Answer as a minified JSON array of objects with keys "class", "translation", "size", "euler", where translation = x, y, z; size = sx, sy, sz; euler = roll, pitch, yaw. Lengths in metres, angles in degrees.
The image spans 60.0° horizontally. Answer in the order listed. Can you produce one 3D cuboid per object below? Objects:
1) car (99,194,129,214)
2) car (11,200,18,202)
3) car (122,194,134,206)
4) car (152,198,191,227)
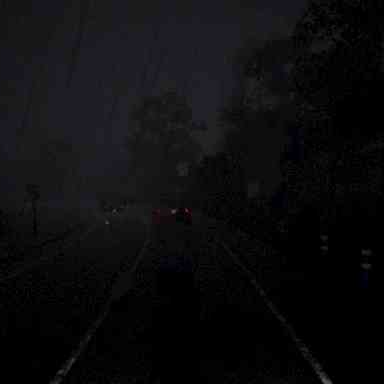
[{"class":"car","translation":[-7.873,1.246,32.089],"size":[2.033,1.411,5.357],"euler":[-2,1,-21]},{"class":"car","translation":[-35.173,1.721,63.515],"size":[4.902,1.511,2.128],"euler":[-2,4,33]},{"class":"car","translation":[-8.786,0.940,41.755],"size":[1.882,1.535,5.008],"euler":[-3,2,-28]},{"class":"car","translation":[-1.433,1.143,21.606],"size":[2.097,1.767,4.553],"euler":[-1,1,-10]}]
